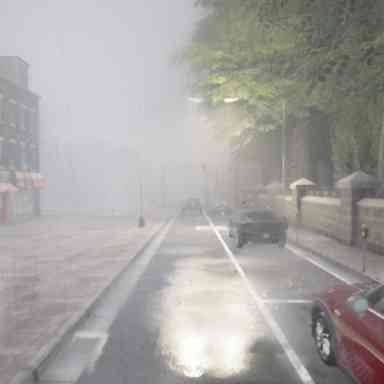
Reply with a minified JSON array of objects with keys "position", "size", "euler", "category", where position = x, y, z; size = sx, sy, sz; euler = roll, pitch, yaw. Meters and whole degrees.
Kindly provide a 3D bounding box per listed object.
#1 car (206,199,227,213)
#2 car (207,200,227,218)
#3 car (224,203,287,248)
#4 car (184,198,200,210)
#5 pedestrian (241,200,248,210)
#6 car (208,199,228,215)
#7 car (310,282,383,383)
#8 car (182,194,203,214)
[{"position":[2.651,1.574,37.519],"size":[2.008,1.369,4.403],"euler":[-1,0,0],"category":"car"},{"position":[2.624,1.561,30.384],"size":[2.008,1.369,4.403],"euler":[-1,0,0],"category":"car"},{"position":[2.751,1.473,14.827],"size":[1.882,1.535,5.008],"euler":[0,0,0],"category":"car"},{"position":[0.010,1.596,45.357],"size":[2.033,1.411,5.357],"euler":[0,-1,0],"category":"car"},{"position":[2.751,1.290,17.813],"size":[0.375,1.860,0.375],"euler":[-1,1,0],"category":"pedestrian"},{"position":[2.675,1.545,35.545],"size":[1.752,1.417,4.829],"euler":[-1,0,0],"category":"car"},{"position":[2.621,1.438,3.133],"size":[1.967,1.590,4.097],"euler":[-1,0,0],"category":"car"},{"position":[0.066,1.372,35.923],"size":[2.097,1.767,4.553],"euler":[0,0,0],"category":"car"}]
